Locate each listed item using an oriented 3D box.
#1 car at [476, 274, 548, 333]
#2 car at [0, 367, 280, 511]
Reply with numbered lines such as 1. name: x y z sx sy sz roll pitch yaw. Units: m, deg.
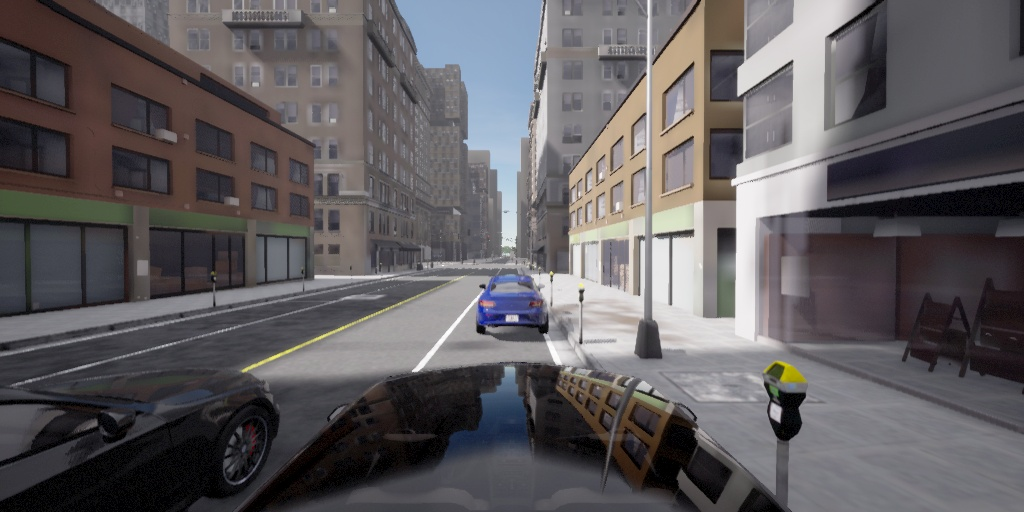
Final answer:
1. car: 0.003 1.264 10.501 1.812 1.442 4.674 0 0 0
2. car: -3.145 1.269 1.499 1.812 1.442 4.674 0 0 0
